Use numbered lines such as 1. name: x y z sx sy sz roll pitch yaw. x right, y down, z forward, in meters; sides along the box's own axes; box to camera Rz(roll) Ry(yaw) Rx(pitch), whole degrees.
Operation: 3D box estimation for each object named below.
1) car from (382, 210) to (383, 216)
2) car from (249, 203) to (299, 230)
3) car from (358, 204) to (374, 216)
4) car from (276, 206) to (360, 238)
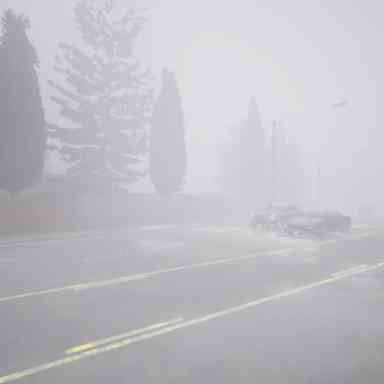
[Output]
1. car: 31.611 3.183 52.976 1.994 1.385 4.181 0 -3 24
2. car: 5.882 1.593 22.650 4.553 1.767 2.097 0 -1 -44
3. car: 29.489 2.987 56.695 2.150 2.045 5.566 0 -3 23
4. car: 7.385 1.733 19.161 5.357 1.411 2.033 0 -1 -42
